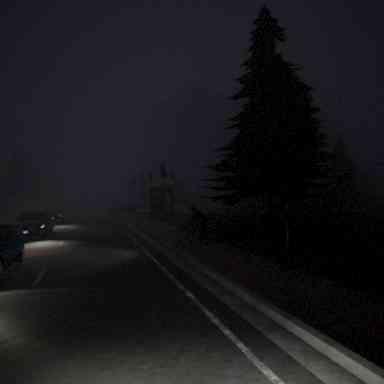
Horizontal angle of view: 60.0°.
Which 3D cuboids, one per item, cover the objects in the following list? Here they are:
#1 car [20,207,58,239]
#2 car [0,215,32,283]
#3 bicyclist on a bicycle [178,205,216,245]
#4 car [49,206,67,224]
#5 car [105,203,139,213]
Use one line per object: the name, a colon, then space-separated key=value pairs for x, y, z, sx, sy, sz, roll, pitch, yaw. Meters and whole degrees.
car: x=-9.365 y=1.890 z=19.700 sx=1.837 sy=1.490 sz=4.892 roll=-2 pitch=-1 yaw=-17
car: x=-6.497 y=1.724 z=10.191 sx=1.882 sy=1.535 sz=5.008 roll=-2 pitch=0 yaw=-17
bicyclist on a bicycle: x=0.201 y=1.375 z=13.862 sx=1.656 sy=1.620 sz=0.582 roll=-2 pitch=0 yaw=-17
car: x=-12.411 y=2.008 z=29.911 sx=1.882 sy=1.535 sz=5.008 roll=-2 pitch=0 yaw=-16
car: x=-9.426 y=2.131 z=45.644 sx=1.895 sy=1.301 sz=4.718 roll=-2 pitch=0 yaw=37
